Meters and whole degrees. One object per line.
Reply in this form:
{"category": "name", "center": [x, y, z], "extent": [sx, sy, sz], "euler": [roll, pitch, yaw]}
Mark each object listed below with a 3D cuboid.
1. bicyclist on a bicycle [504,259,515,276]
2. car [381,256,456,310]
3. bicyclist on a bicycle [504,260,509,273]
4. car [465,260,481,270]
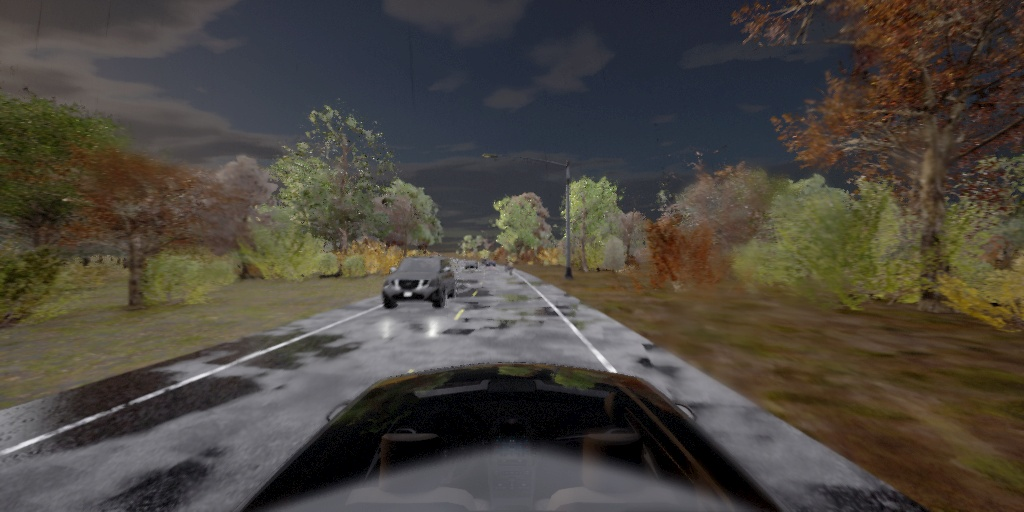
{"category": "bicyclist on a bicycle", "center": [-0.116, 1.234, 36.576], "extent": [0.866, 1.612, 1.509], "euler": [0, 0, -4]}
{"category": "car", "center": [-3.768, 1.018, 15.494], "extent": [2.150, 2.045, 5.566], "euler": [0, 0, -1]}
{"category": "bicyclist on a bicycle", "center": [-0.703, 1.253, 44.872], "extent": [0.582, 1.620, 1.656], "euler": [0, 0, -5]}
{"category": "car", "center": [-6.161, 1.320, 55.176], "extent": [1.837, 1.490, 4.892], "euler": [0, 0, -5]}
